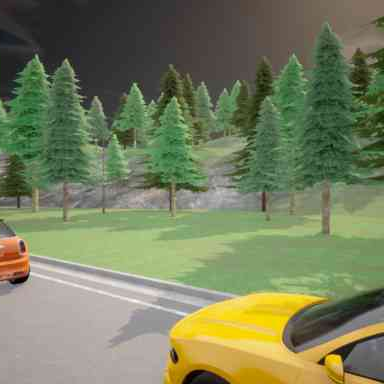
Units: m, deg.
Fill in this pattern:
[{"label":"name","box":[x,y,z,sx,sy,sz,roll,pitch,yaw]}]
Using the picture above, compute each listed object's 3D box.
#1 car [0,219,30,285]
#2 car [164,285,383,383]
[{"label":"car","box":[-6.097,1.352,8.317,4.553,1.767,2.097,0,0,35]},{"label":"car","box":[2.028,1.478,2.545,5.008,1.535,1.882,0,0,35]}]
